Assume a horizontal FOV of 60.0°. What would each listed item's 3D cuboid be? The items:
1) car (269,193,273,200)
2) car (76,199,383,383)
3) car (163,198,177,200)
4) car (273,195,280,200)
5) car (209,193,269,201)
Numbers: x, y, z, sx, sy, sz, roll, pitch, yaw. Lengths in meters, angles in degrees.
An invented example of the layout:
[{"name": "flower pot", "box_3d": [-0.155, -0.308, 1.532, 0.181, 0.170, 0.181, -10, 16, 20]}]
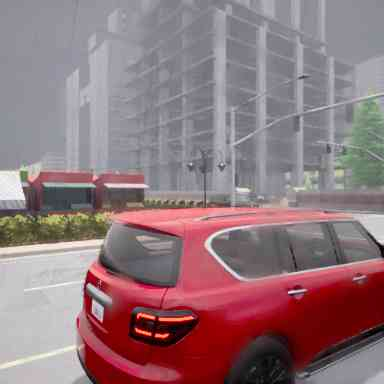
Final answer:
[{"name": "car", "box_3d": [11.664, 1.114, 58.231, 1.905, 1.878, 3.866, 0, 0, -36]}, {"name": "car", "box_3d": [1.292, 1.221, 4.713, 5.566, 2.045, 2.150, 0, 0, -35]}, {"name": "car", "box_3d": [-2.445, 1.422, 37.366, 1.882, 1.535, 5.008, 0, 0, -36]}, {"name": "car", "box_3d": [14.053, 1.114, 59.946, 1.905, 1.878, 3.866, 0, 0, -36]}, {"name": "car", "box_3d": [3.617, 1.166, 29.021, 2.150, 2.045, 5.566, 0, 0, -36]}]
